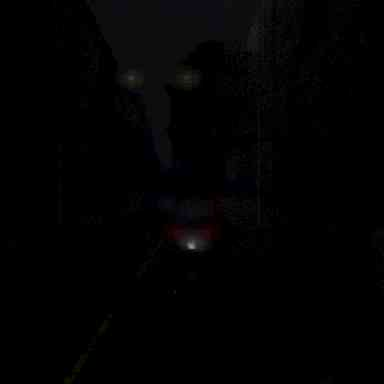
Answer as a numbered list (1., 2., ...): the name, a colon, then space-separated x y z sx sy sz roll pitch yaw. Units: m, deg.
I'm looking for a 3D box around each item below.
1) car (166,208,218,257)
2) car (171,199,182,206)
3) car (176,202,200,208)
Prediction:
1. car: 0.025 1.624 13.509 2.128 1.511 4.902 0 0 0
2. car: -2.989 2.088 65.679 2.033 1.411 5.357 0 0 0
3. car: 0.018 1.808 27.528 2.033 1.411 5.357 0 0 0
